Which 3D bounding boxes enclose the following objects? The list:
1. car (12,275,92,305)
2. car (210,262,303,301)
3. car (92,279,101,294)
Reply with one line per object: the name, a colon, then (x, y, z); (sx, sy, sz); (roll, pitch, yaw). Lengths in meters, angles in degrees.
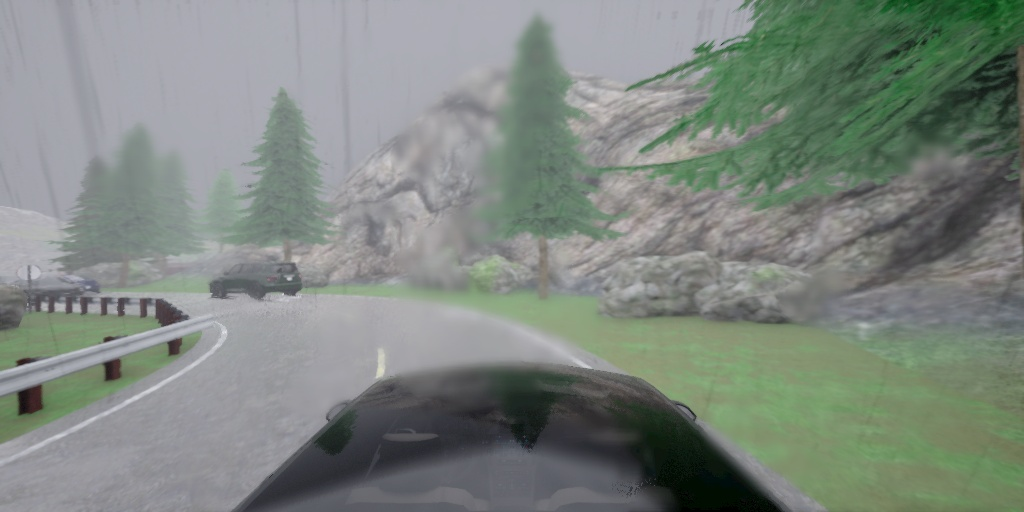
car: (-28.027, 2.014, 21.461); (5.008, 1.535, 1.882); (-2, 0, 19)
car: (-14.600, 1.385, 20.534); (5.566, 2.045, 2.150); (-1, 0, 22)
car: (-33.621, 2.219, 27.380); (4.674, 1.442, 1.812); (-2, 0, 20)
